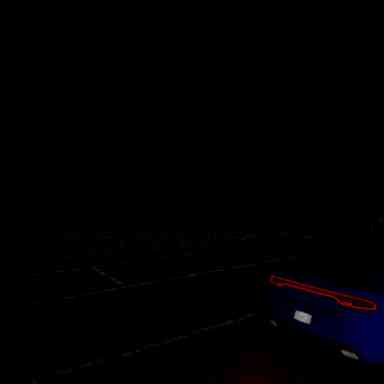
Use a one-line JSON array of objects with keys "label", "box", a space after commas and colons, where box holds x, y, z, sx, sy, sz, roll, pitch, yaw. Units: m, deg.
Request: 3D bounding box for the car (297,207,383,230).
[{"label": "car", "box": [6.687, 1.565, 15.285, 4.313, 1.339, 1.947, 0, 0, -35]}]

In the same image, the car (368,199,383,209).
[{"label": "car", "box": [11.275, 1.314, 18.559, 5.009, 1.841, 2.192, 0, 0, -35]}]

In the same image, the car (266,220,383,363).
[{"label": "car", "box": [3.461, 1.477, 5.783, 5.008, 1.535, 1.882, 0, 0, -35]}]
